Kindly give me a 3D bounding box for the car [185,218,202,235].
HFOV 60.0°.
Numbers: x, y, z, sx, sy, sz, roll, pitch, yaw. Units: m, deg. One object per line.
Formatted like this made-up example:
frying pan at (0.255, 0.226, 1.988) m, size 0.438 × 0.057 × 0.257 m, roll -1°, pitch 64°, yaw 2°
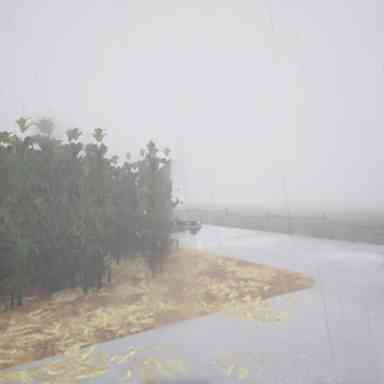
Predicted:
car at (-1.461, 1.712, 18.958) m, size 1.895 × 1.301 × 4.718 m, roll 0°, pitch -1°, yaw -35°
